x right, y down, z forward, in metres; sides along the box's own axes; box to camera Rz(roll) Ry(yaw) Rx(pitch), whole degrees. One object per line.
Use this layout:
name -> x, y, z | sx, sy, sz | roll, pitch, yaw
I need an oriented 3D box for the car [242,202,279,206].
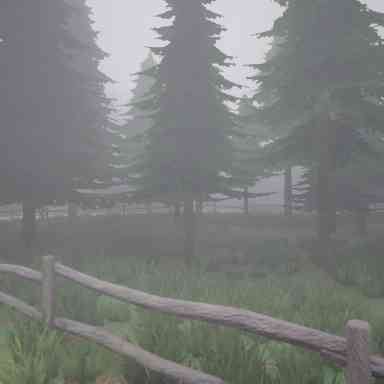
car -> 7.606, 1.532, 34.912 | 4.892, 1.490, 1.837 | 0, -1, -6
